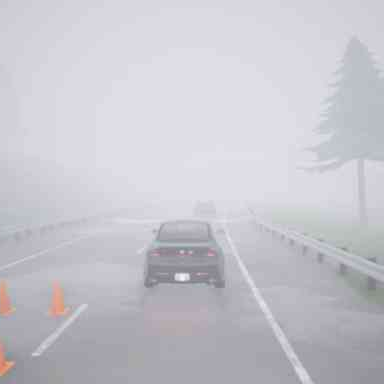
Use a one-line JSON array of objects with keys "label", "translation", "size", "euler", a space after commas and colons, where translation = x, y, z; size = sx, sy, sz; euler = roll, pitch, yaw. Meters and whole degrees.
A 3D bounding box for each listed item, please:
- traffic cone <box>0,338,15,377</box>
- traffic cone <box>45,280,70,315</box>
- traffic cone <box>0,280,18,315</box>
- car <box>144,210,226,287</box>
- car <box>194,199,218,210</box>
[{"label": "traffic cone", "translation": [-2.473, 1.941, 4.177], "size": [0.340, 0.580, 0.340], "euler": [0, 0, 0]}, {"label": "traffic cone", "translation": [-2.489, 1.934, 6.177], "size": [0.340, 0.580, 0.340], "euler": [0, 0, 0]}, {"label": "traffic cone", "translation": [-3.489, 1.935, 6.169], "size": [0.340, 0.580, 0.340], "euler": [0, 0, 0]}, {"label": "car", "translation": [-0.131, 1.470, 9.179], "size": [1.837, 1.490, 4.892], "euler": [0, 0, 2]}, {"label": "car", "translation": [1.211, 1.380, 29.189], "size": [2.128, 1.511, 4.902], "euler": [0, 0, 6]}]
